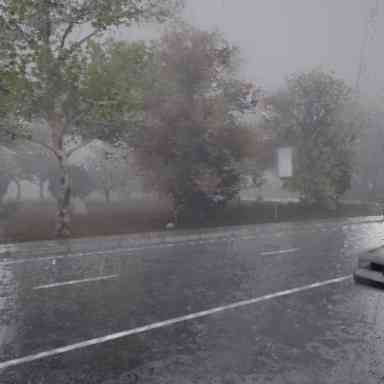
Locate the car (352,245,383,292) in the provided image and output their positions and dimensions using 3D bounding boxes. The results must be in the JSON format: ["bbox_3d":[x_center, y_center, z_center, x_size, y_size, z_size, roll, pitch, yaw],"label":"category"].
[{"bbox_3d":[5.936,1.525,7.637,5.357,1.411,2.033,0,0,-33],"label":"car"}]
